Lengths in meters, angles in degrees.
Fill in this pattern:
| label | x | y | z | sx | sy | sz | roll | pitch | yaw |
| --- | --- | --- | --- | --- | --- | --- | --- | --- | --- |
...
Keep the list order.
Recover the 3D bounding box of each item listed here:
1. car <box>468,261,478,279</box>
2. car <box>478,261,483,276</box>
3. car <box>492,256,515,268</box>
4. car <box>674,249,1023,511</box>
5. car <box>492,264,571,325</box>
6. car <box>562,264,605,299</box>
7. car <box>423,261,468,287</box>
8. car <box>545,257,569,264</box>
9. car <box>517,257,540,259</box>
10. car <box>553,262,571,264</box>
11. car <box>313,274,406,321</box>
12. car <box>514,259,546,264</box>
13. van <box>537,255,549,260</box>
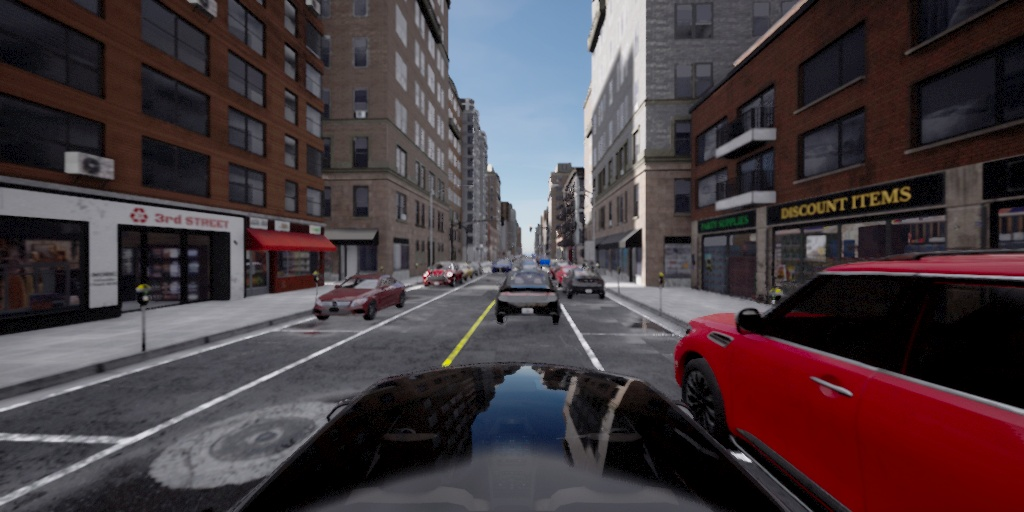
| label | x | y | z | sx | sy | sz | roll | pitch | yaw |
| --- | --- | --- | --- | --- | --- | --- | --- | --- | --- |
| car | -4.115 | 1.160 | 28.617 | 1.751 | 1.417 | 4.829 | 0 | 0 | 3 |
| car | -3.830 | 1.162 | 34.298 | 2.007 | 1.370 | 4.403 | 0 | 0 | 3 |
| car | -1.008 | 1.114 | 37.903 | 1.882 | 1.535 | 5.008 | 0 | 0 | 3 |
| car | 2.932 | 0.979 | 1.984 | 2.150 | 2.045 | 5.566 | 0 | 0 | 3 |
| car | 0.533 | 1.201 | 11.733 | 2.128 | 1.511 | 4.902 | 0 | 0 | 3 |
| car | 3.357 | 1.237 | 17.370 | 2.007 | 1.370 | 4.403 | 0 | 0 | 3 |
| car | -4.382 | 1.097 | 23.276 | 1.967 | 1.591 | 4.097 | 0 | 0 | 3 |
| car | 3.909 | 1.081 | 28.394 | 1.967 | 1.591 | 4.097 | 0 | 0 | 3 |
| car | 1.593 | 1.139 | 34.809 | 1.812 | 1.442 | 4.674 | 0 | 0 | 3 |
| car | 3.633 | 1.246 | 22.882 | 1.802 | 1.307 | 4.207 | 0 | 0 | 3 |
| car | -4.934 | 1.285 | 12.252 | 1.802 | 1.307 | 4.207 | 0 | 0 | 3 |
| car | 1.241 | 1.177 | 25.798 | 1.812 | 1.442 | 4.674 | 0 | 0 | 3 |
| van | 5.539 | 0.846 | 60.953 | 1.690 | 1.789 | 3.998 | 0 | 0 | 3 |
